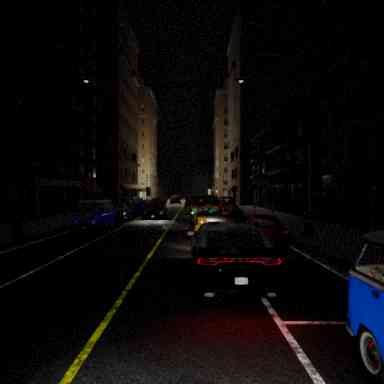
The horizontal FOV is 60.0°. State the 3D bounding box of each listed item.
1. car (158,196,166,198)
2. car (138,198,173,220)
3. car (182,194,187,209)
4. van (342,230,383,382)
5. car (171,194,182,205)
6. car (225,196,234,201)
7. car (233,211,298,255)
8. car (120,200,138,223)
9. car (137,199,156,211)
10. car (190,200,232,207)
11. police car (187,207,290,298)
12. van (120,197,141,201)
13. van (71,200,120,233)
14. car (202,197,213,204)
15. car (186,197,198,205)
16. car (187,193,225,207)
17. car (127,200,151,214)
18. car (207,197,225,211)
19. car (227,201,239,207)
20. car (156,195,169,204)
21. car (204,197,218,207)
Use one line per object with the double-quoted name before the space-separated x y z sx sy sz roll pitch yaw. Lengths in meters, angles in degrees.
"car" -5.617 1.570 52.404 1.947 1.339 4.313 0 0 0
"car" -3.072 1.546 28.730 2.033 1.411 5.357 0 0 0
"car" 0.062 1.354 45.504 2.097 1.767 4.553 0 0 0
"van" 2.857 1.341 2.883 1.690 1.788 3.998 0 0 0
"car" -2.938 1.555 60.406 2.033 1.411 5.357 0 0 0
"car" 2.885 1.314 30.389 2.192 1.841 5.009 0 0 0
"car" 2.869 1.581 13.886 1.802 1.307 4.206 0 0 0
"car" -5.645 1.549 24.897 2.008 1.369 4.403 0 0 0
"car" -5.628 1.583 41.401 1.802 1.307 4.206 0 0 0
"car" 0.918 1.454 18.753 1.801 1.575 5.366 0 0 0
"police car" 0.908 1.424 8.672 1.930 1.638 5.238 0 0 0
"van" -5.640 1.340 30.398 1.690 1.788 3.998 0 0 0
"van" -5.651 1.340 19.397 1.690 1.788 3.998 0 0 0
"car" 2.919 1.575 63.398 1.947 1.339 4.313 0 0 0
"car" 0.059 1.571 58.905 1.994 1.385 4.181 0 0 0
"car" 0.924 1.223 24.593 2.150 2.045 5.566 0 0 0
"car" -5.634 1.566 35.900 1.947 1.339 4.313 0 0 0
"car" 2.897 1.441 41.392 1.967 1.590 4.097 0 0 0
"car" 2.881 1.581 24.888 1.802 1.307 4.206 0 0 0
"car" -5.606 1.449 63.407 1.967 1.590 4.097 0 0 0
"car" 2.908 1.555 52.395 2.008 1.369 4.403 0 0 0
